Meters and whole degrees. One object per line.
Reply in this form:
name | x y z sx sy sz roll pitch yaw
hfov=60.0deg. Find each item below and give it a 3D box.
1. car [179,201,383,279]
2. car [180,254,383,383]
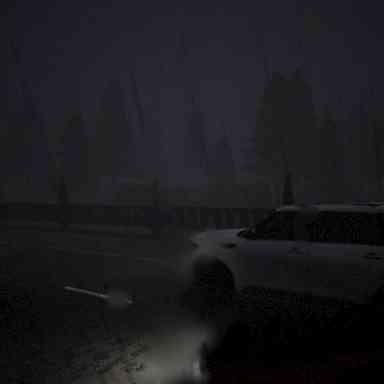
car | 2.396 1.203 6.368 5.566 2.045 2.150 0 0 34
car | 1.920 1.553 2.450 4.181 1.385 1.994 0 0 35
